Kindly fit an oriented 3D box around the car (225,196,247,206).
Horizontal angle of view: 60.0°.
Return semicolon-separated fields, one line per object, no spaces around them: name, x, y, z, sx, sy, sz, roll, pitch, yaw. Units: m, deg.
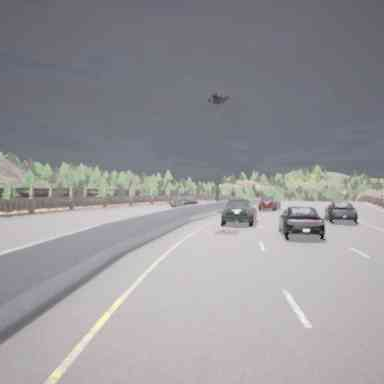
car;7.090;1.463;52.855;2.033;1.411;5.357;0;0;23

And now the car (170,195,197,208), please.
car;-1.054;1.259;42.850;2.097;1.767;4.553;0;0;23

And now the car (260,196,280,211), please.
car;9.405;1.301;40.109;2.097;1.767;4.553;0;0;22

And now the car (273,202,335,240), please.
car;5.483;1.475;16.960;2.128;1.511;4.902;0;0;11

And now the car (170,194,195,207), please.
car;-1.418;1.242;50.847;2.097;1.767;4.553;0;0;24

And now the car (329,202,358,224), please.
car;11.099;1.477;24.928;2.128;1.511;4.902;0;0;17

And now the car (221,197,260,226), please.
car;3.377;1.316;23.244;2.097;1.767;4.553;0;0;14
